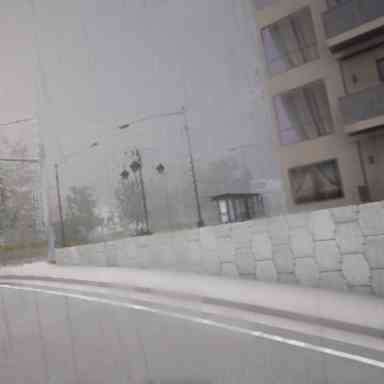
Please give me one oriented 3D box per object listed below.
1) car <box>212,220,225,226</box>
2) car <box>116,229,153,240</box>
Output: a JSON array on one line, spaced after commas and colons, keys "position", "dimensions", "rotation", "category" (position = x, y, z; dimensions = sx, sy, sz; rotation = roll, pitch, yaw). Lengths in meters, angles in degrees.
[{"position": [5.013, 4.929, 52.671], "dimensions": [1.837, 1.490, 4.892], "rotation": [-13, -7, 36], "category": "car"}, {"position": [-6.413, 4.944, 37.279], "dimensions": [1.837, 1.490, 4.892], "rotation": [-13, -7, 36], "category": "car"}]
